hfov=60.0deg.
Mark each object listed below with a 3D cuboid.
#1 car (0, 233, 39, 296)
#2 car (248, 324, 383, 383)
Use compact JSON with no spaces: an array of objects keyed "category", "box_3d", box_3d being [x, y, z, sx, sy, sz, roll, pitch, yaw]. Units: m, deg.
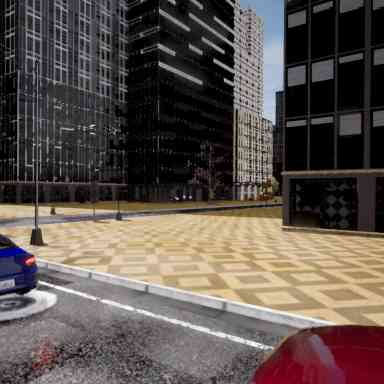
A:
[{"category":"car","box_3d":[-5.252,1.523,7.427,4.674,1.442,1.812,0,0,36]},{"category":"car","box_3d":[2.351,1.564,2.000,4.181,1.385,1.994,0,0,35]}]
